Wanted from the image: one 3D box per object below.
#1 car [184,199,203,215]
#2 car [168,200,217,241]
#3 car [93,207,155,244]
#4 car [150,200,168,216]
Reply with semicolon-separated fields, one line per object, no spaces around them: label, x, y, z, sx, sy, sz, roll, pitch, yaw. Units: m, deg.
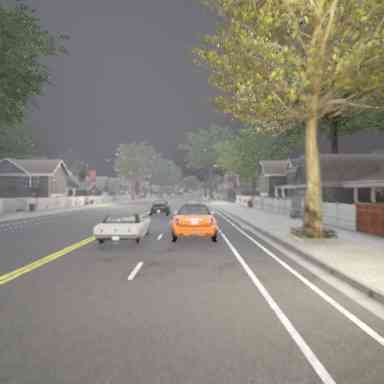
car;0.109;1.540;35.327;1.882;1.535;5.008;0;0;0
car;0.105;1.380;16.984;2.097;1.767;4.553;0;0;0
car;-3.145;1.627;15.960;1.895;1.301;4.718;0;0;0
car;-3.141;1.564;33.760;1.837;1.490;4.892;0;0;0
